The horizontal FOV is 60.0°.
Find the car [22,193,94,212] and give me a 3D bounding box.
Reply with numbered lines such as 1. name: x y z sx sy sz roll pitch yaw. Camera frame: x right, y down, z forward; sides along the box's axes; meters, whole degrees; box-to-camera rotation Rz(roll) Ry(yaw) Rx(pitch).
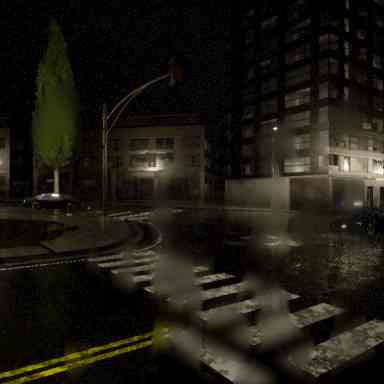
1. car: -10.581 0.787 26.271 5.357 1.411 2.033 1 0 11

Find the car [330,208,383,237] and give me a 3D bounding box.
1. car: 9.494 1.611 18.390 4.181 1.385 1.994 0 0 -35
